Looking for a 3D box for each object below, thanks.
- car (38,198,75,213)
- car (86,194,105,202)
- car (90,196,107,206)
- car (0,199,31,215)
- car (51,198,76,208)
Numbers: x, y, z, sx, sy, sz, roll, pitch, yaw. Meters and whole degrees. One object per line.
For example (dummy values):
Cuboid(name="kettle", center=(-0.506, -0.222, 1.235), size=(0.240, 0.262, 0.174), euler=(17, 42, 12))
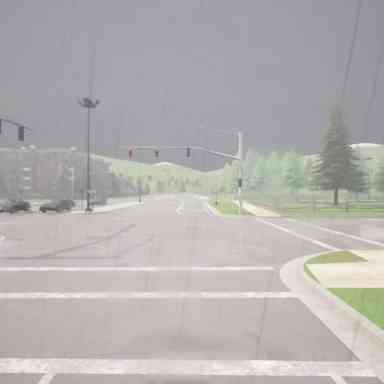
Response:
Cuboid(name="car", center=(-15.037, 1.545, 37.038), size=(2.033, 1.411, 5.357), euler=(0, 0, 0))
Cuboid(name="car", center=(-18.423, 1.136, 63.654), size=(2.128, 1.511, 4.902), euler=(0, 0, 0))
Cuboid(name="car", center=(-14.980, 1.503, 53.404), size=(1.837, 1.490, 4.892), euler=(0, 0, 1))
Cuboid(name="car", center=(-18.545, 1.489, 34.391), size=(2.128, 1.511, 4.902), euler=(0, 0, 0))
Cuboid(name="car", center=(-18.517, 1.561, 48.182), size=(1.994, 1.385, 4.181), euler=(0, 0, 0))
